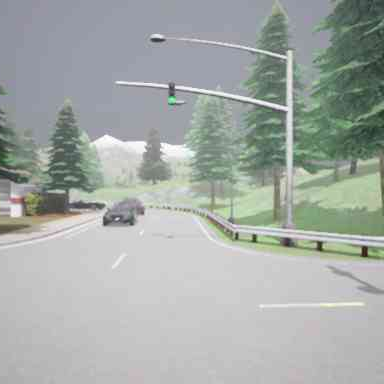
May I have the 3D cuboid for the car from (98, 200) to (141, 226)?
[{"bbox_3d":[-4.885,1.526,23.030,1.994,1.385,4.181,0,0,-4],"label":"car"}]

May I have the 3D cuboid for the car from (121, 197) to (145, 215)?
[{"bbox_3d":[-6.069,1.299,32.784,2.097,1.767,4.553,0,0,-21],"label":"car"}]

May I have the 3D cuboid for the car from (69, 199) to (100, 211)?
[{"bbox_3d":[-12.916,1.539,40.282,4.718,1.301,1.895,0,0,12],"label":"car"}]
